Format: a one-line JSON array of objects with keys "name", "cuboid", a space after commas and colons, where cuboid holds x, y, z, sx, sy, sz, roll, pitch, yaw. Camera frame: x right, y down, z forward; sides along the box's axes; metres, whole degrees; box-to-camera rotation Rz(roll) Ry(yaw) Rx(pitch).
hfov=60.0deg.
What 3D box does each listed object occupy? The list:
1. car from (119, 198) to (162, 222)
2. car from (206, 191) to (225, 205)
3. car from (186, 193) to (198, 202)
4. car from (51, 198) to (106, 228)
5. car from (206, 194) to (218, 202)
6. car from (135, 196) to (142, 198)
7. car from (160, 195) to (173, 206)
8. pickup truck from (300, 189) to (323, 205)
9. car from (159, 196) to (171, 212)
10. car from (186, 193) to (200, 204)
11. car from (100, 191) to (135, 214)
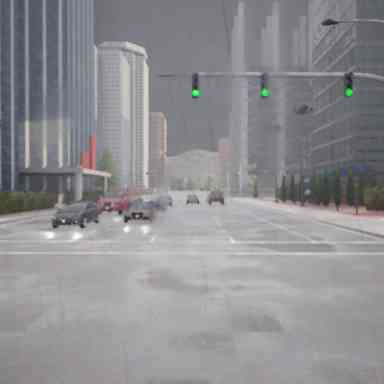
[{"name": "car", "cuboid": [-3.574, 1.370, 23.782, 1.994, 1.385, 4.181, 0, 0, 0]}, {"name": "car", "cuboid": [3.614, 0.818, 49.521, 2.150, 2.045, 5.566, 0, 0, 0]}, {"name": "car", "cuboid": [0.017, 0.999, 60.549, 2.128, 1.511, 4.902, 0, 0, 0]}, {"name": "car", "cuboid": [-7.083, 1.336, 20.749, 1.837, 1.490, 4.892, 0, 0, 0]}, {"name": "car", "cuboid": [3.517, 1.111, 60.186, 1.895, 1.301, 4.718, 0, 0, 0]}, {"name": "car", "cuboid": [-7.062, 1.212, 41.346, 2.033, 1.411, 5.357, 0, 0, 0]}, {"name": "car", "cuboid": [-3.553, 1.132, 44.205, 2.128, 1.511, 4.902, 0, 0, 0]}, {"name": "pickup truck", "cuboid": [16.634, 0.686, 45.618, 2.390, 2.098, 6.274, 0, 1, 31]}, {"name": "car", "cuboid": [-3.563, 1.326, 33.789, 1.895, 1.301, 4.718, 0, 0, 0]}, {"name": "car", "cuboid": [0.122, 1.152, 50.659, 1.994, 1.385, 4.181, 0, 0, -1]}, {"name": "car", "cuboid": [-7.070, 0.972, 30.682, 2.150, 2.045, 5.566, 0, 0, 1]}]
